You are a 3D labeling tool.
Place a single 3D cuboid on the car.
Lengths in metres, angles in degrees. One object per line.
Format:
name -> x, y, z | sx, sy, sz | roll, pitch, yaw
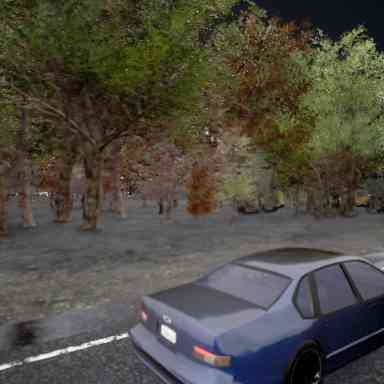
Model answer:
car -> 1.790, 1.591, 5.025 | 5.357, 1.411, 2.033 | 1, 0, -35
